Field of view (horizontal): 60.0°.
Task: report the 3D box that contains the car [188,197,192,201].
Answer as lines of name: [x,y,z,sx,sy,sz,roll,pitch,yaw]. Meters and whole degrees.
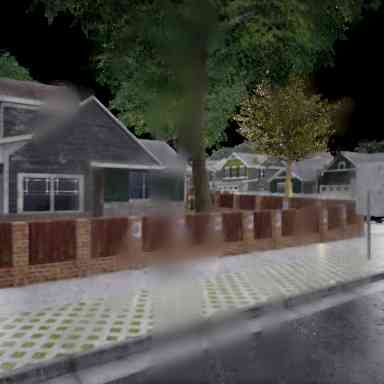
car: [-1.668,0.805,42.497,1.812,1.442,4.674,0,1,-32]

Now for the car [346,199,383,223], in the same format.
car: [10.771,1.350,22.658,1.895,1.301,4.718,0,1,-32]
